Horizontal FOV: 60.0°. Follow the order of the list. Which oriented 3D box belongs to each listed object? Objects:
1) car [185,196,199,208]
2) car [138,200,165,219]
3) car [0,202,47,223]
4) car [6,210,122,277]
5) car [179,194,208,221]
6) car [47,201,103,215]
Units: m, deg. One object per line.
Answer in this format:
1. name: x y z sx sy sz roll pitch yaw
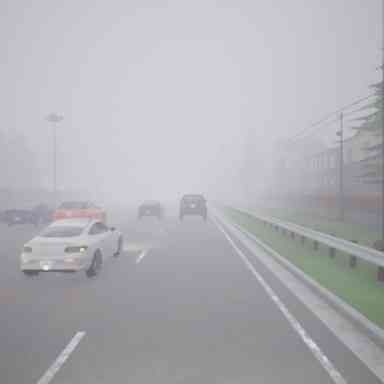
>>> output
1. car: 0.047 1.415 47.180 1.837 1.490 4.892 0 1 1
2. car: -3.397 1.423 28.485 1.882 1.535 5.008 0 0 0
3. car: -10.397 1.435 22.220 1.882 1.535 5.008 0 0 0
4. car: -3.399 1.506 10.068 1.812 1.442 4.674 0 0 0
5. car: 0.094 1.168 27.145 2.150 2.045 5.566 0 0 0
6. car: -6.899 1.312 20.808 2.097 1.767 4.553 0 0 0
